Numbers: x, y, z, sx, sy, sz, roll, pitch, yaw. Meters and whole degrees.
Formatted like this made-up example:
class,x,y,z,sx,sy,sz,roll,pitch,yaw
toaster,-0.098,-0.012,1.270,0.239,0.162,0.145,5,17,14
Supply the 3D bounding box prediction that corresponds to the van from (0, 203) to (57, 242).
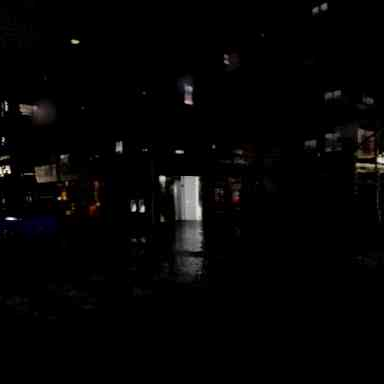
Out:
class,x,y,z,sx,sy,sz,roll,pitch,yaw
van,-8.427,1.488,17.046,1.690,1.788,3.998,-3,1,-44
